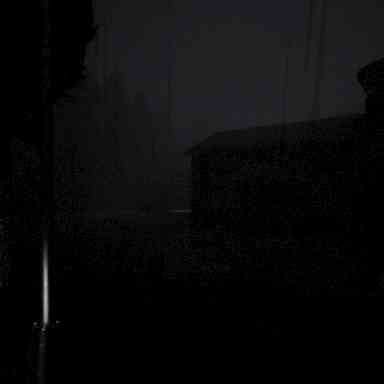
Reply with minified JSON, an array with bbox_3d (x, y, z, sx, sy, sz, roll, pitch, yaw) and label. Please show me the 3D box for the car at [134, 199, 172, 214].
[{"bbox_3d":[-4.195,1.553,36.416,2.128,1.511,4.902,0,0,36],"label":"car"}]
